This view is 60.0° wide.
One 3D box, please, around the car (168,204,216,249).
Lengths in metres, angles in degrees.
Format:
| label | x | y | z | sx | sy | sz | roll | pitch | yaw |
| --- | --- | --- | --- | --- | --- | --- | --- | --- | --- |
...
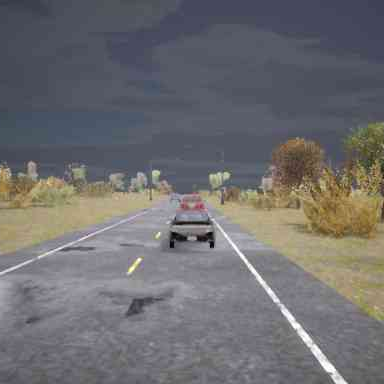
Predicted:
| label | x | y | z | sx | sy | sz | roll | pitch | yaw |
| --- | --- | --- | --- | --- | --- | --- | --- | --- | --- |
| car | 0.000 | 1.497 | 14.651 | 2.128 | 1.511 | 4.902 | 0 | 0 | 0 |

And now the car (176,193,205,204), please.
| label | x | y | z | sx | sy | sz | roll | pitch | yaw |
| --- | --- | --- | --- | --- | --- | --- | --- | --- | --- |
| car | 0.000 | 1.267 | 29.682 | 2.150 | 2.045 | 5.566 | 0 | 0 | 0 |

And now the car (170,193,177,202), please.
| label | x | y | z | sx | sy | sz | roll | pitch | yaw |
| --- | --- | --- | --- | --- | --- | --- | --- | --- | --- |
| car | -3.758 | 1.233 | 75.916 | 2.150 | 2.045 | 5.566 | 0 | 0 | -3 |
